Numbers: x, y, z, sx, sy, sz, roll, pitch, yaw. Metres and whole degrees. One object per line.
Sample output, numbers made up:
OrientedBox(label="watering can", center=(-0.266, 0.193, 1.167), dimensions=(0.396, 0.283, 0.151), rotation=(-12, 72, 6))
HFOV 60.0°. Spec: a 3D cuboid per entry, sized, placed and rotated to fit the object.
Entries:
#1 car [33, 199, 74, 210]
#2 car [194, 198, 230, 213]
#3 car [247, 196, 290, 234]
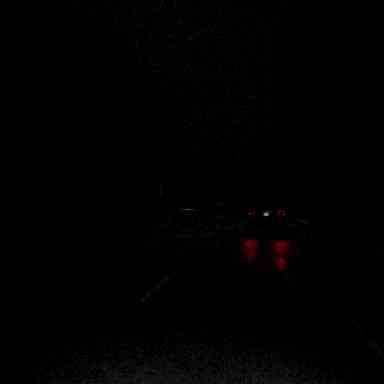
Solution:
OrientedBox(label="car", center=(-16.489, 1.516, 39.929), dimensions=(4.674, 1.442, 1.812), rotation=(1, -1, -20))
OrientedBox(label="car", center=(2.290, 1.490, 38.923), dimensions=(2.097, 1.767, 4.553), rotation=(1, 0, -39))
OrientedBox(label="car", center=(4.624, 1.279, 19.990), dimensions=(2.150, 2.045, 5.566), rotation=(0, 0, 16))
